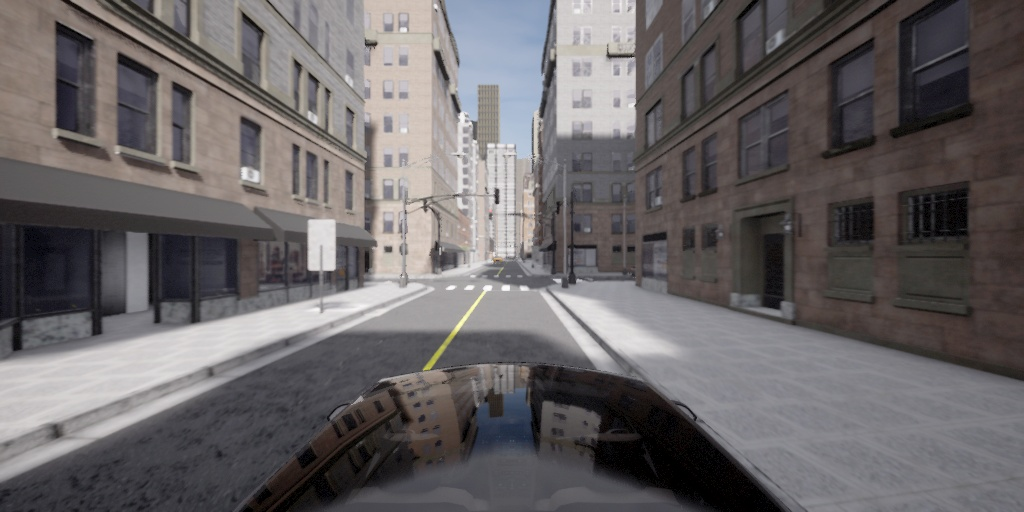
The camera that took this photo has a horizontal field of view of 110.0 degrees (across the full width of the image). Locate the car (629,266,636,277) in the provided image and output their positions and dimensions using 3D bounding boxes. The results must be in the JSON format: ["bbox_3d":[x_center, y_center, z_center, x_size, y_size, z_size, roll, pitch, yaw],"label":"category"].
[{"bbox_3d":[11.428,1.179,27.138,4.902,1.511,2.128,0,0,0],"label":"car"}]
